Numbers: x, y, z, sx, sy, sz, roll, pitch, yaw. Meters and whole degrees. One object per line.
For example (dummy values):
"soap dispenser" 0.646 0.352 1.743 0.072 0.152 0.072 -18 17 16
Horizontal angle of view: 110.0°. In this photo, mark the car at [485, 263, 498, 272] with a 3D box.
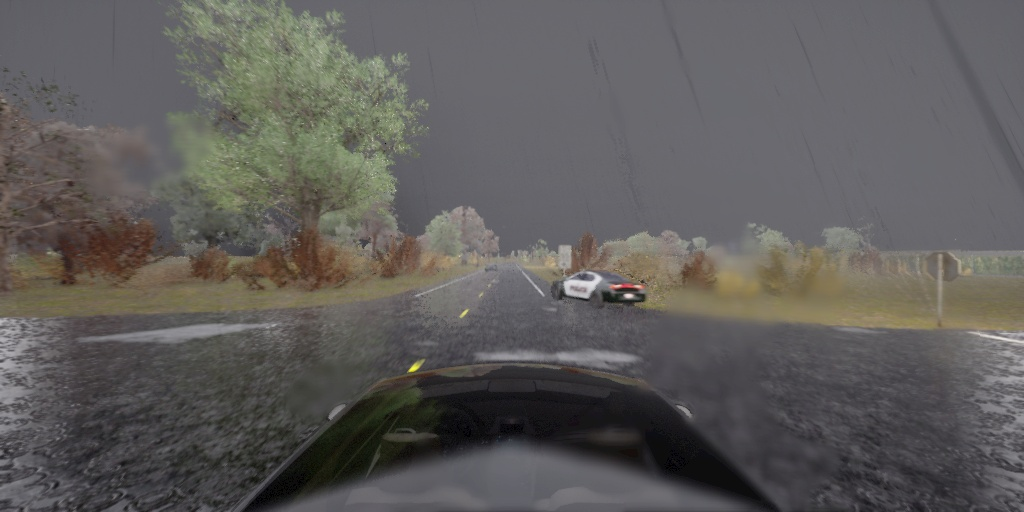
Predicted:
"car" -3.496 1.949 61.257 1.994 1.385 4.181 0 -1 0

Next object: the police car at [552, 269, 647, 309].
"police car" 3.621 1.381 16.253 2.038 1.542 4.974 2 -1 -25
